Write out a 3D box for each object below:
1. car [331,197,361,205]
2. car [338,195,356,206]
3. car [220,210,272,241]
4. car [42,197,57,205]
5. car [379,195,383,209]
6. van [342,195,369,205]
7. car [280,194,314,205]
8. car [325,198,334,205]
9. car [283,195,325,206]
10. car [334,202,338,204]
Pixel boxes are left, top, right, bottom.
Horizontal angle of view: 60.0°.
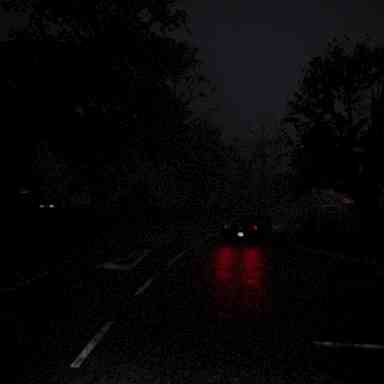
[{"bbox_3d":[32.783,1.933,70.937,5.366,1.575,1.946,0,-2,6],"label":"car"},{"bbox_3d":[27.246,1.332,56.394,2.150,2.045,5.566,0,-1,6],"label":"car"},{"bbox_3d":[2.886,1.569,16.709,1.895,1.301,4.718,0,0,19],"label":"car"},{"bbox_3d":[-23.991,1.494,55.942,1.895,1.301,4.718,0,0,-16],"label":"car"},{"bbox_3d":[25.172,1.519,45.937,1.812,1.442,4.674,0,0,23],"label":"car"},{"bbox_3d":[31.902,1.552,65.048,4.442,1.987,1.878,0,-1,6],"label":"van"},{"bbox_3d":[19.389,1.390,61.690,5.566,2.045,2.435,0,-1,5],"label":"car"},{"bbox_3d":[24.588,1.688,62.860,1.882,1.535,5.008,0,-1,6],"label":"car"},{"bbox_3d":[18.878,1.300,56.252,5.566,2.045,2.435,0,-1,5],"label":"car"},{"bbox_3d":[32.283,1.726,68.059,4.553,1.767,2.185,0,-2,6],"label":"car"}]
